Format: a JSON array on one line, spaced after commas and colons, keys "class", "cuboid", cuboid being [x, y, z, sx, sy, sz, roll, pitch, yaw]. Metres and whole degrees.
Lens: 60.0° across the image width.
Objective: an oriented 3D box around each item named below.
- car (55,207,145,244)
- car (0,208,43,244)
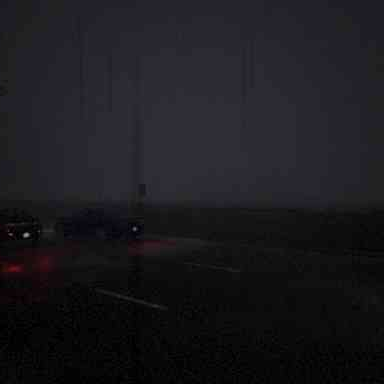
[{"class": "car", "cuboid": [-4.477, 1.436, 15.780, 5.008, 1.535, 1.882, 0, 0, 36]}, {"class": "car", "cuboid": [-8.375, 1.443, 14.263, 4.902, 1.511, 2.128, 0, 0, 36]}]
